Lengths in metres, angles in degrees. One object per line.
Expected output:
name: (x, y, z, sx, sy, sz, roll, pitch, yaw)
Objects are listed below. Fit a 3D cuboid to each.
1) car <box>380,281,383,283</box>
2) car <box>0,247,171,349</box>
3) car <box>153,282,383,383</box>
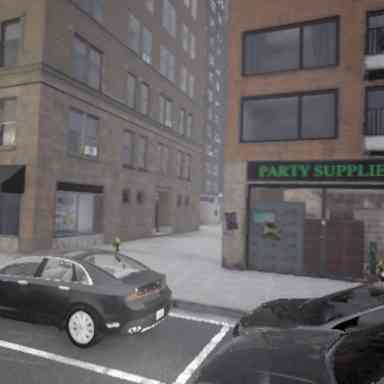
car: (2.698, 1.849, 4.207, 4.313, 1.339, 1.947, 1, -2, 22)
car: (-2.547, 1.745, 6.354, 4.403, 1.369, 2.008, 1, -3, 22)
car: (2.329, 1.697, 2.330, 4.892, 1.490, 1.837, 1, -2, 22)
